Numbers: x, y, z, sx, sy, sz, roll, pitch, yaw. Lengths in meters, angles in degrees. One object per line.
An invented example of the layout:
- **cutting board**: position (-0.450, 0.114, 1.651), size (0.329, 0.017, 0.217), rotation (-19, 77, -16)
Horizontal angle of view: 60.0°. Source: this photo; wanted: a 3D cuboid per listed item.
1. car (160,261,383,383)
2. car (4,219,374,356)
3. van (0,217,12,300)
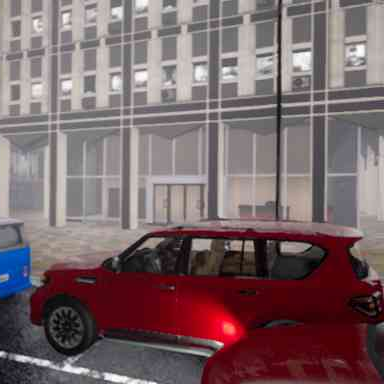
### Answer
- **car**: position (2.313, 1.546, 2.228), size (4.674, 1.442, 1.812), rotation (0, 0, 20)
- **car**: position (0.077, 1.350, 4.967), size (5.009, 1.841, 2.192), rotation (0, 0, 19)
- **van**: position (-5.294, 1.381, 6.825), size (3.998, 1.788, 1.690), rotation (0, 0, 19)
